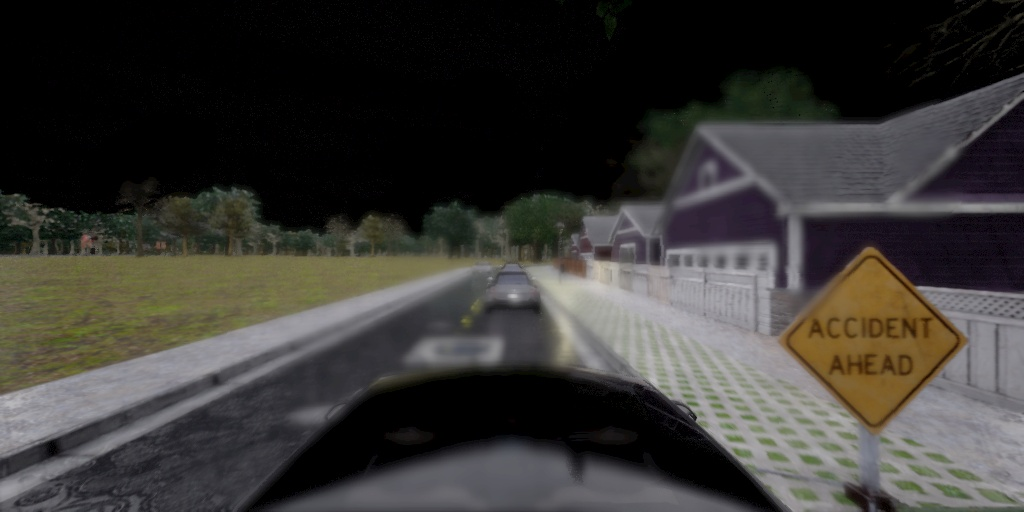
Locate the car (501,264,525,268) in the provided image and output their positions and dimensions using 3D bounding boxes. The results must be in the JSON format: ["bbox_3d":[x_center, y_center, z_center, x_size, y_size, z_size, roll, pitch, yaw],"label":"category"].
[{"bbox_3d":[0.083,1.302,29.136,1.994,1.385,4.181,0,0,0],"label":"car"}]

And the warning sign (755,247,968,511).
[{"bbox_3d":[2.516,0.867,2.513,1.300,1.860,1.060,0,0,0],"label":"warning sign"}]

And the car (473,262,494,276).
[{"bbox_3d":[-2.852,1.328,36.994,1.895,1.301,4.718,0,0,0],"label":"car"}]

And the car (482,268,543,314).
[{"bbox_3d":[0.089,1.318,13.754,1.994,1.385,4.181,0,0,0],"label":"car"}]
